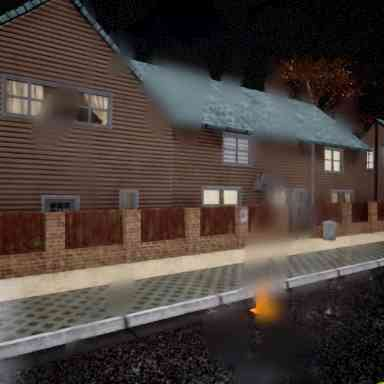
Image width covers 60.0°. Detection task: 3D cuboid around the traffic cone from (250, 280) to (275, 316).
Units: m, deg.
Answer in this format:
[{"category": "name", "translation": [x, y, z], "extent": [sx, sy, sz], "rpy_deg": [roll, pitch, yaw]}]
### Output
[{"category": "traffic cone", "translation": [1.324, 1.955, 6.247], "extent": [0.340, 0.580, 0.340], "rpy_deg": [0, 0, -34]}]
